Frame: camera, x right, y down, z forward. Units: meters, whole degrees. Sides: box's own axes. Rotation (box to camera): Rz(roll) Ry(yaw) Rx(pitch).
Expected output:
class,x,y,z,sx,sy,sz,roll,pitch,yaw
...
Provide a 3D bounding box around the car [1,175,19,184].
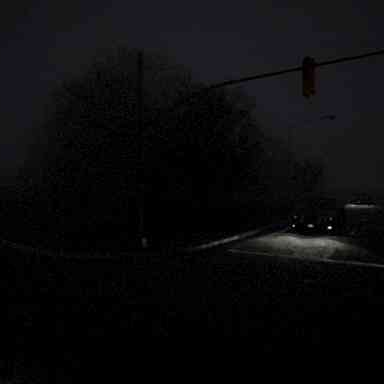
class,x,y,z,sx,sy,sz,roll,pitch,yaw
car,-44.740,-3.163,81.873,2.150,2.045,5.566,0,3,-4

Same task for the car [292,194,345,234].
class,x,y,z,sx,sy,sz,roll,pitch,yaw
car,7.560,1.254,19.514,2.150,2.045,5.566,0,3,32

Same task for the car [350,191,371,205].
class,x,y,z,sx,sy,sz,roll,pitch,yaw
car,19.998,0.634,39.368,2.033,1.411,5.357,0,3,32
